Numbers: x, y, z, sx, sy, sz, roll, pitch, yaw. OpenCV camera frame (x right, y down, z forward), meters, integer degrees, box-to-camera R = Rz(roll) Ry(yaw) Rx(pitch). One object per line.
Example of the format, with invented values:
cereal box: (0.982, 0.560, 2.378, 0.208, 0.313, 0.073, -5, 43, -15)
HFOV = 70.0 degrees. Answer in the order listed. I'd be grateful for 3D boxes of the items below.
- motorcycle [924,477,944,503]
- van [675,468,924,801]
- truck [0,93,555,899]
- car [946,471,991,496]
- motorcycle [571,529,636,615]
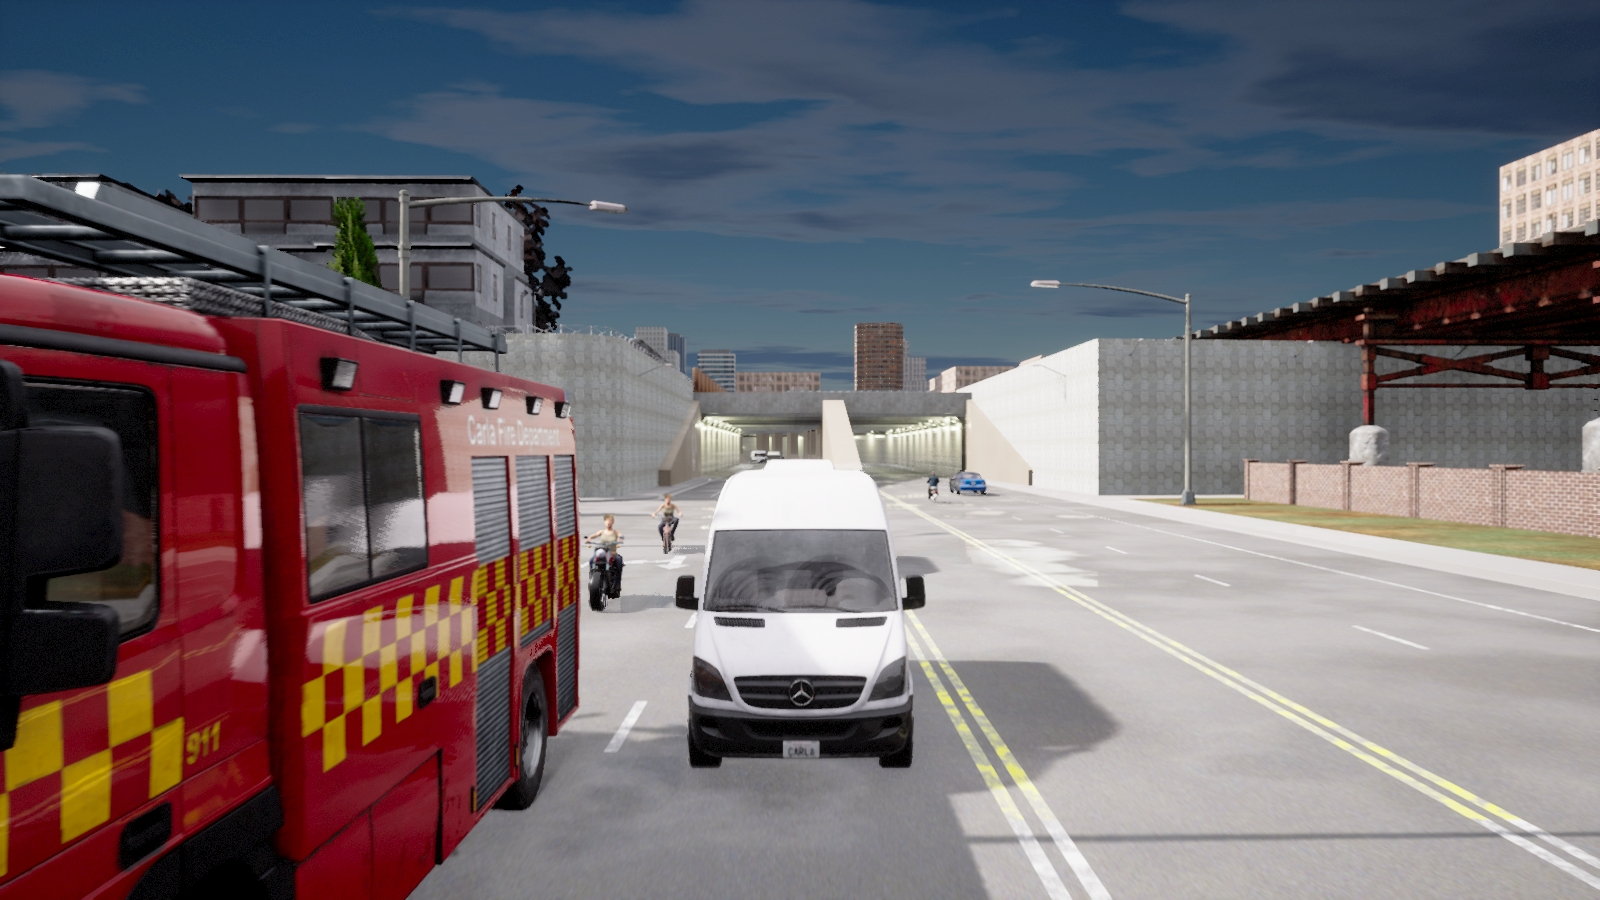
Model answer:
motorcycle: (7.019, 2.088, 60.051, 0.856, 1.341, 1.805, 0, 0, 0)
van: (0.000, 1.526, 12.100, 1.988, 2.561, 5.915, 0, 0, 0)
truck: (-3.725, 0.887, 6.295, 2.891, 3.827, 8.468, 0, 0, 0)
car: (10.508, 2.056, 71.764, 2.033, 1.411, 5.357, 0, 0, 0)
motorcycle: (-3.507, 2.158, 20.613, 0.764, 1.277, 2.356, 0, 0, 0)
